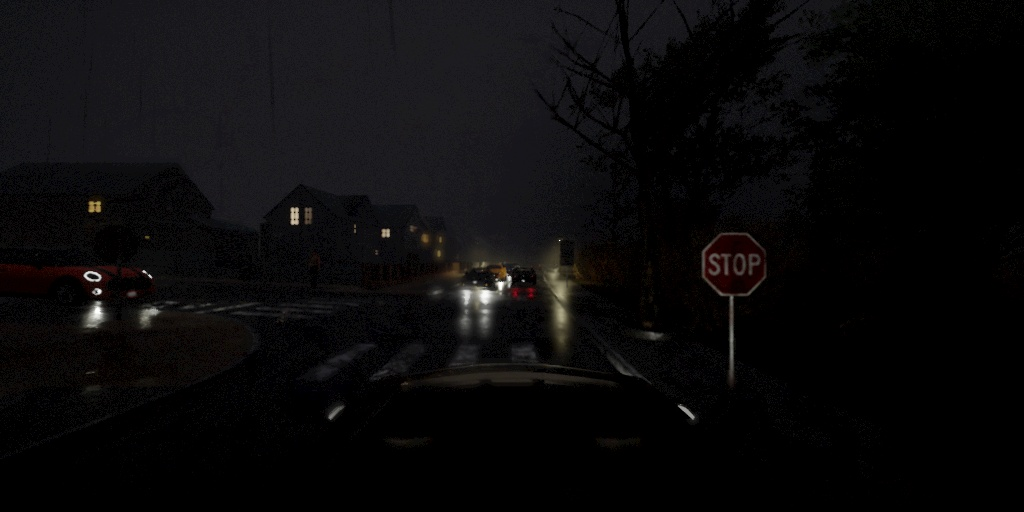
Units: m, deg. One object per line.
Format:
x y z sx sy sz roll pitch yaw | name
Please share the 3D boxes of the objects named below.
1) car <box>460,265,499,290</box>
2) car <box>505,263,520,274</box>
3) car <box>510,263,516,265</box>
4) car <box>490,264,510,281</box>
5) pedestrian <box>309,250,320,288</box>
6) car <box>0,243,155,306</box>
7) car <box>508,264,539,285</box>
-2.201 1.489 24.249 1.994 1.385 4.181 0 -1 3 | car
0.156 1.813 53.627 1.812 1.442 4.674 0 -1 6 | car
-0.872 1.671 43.406 1.812 1.442 4.674 0 -1 5 | car
-1.603 1.506 34.172 1.882 1.535 5.008 0 -1 4 | car
-9.578 0.628 17.318 0.375 1.860 0.375 0 -3 0 | pedestrian
-14.341 0.534 11.470 4.553 1.767 2.097 3 -1 0 | car
0.995 1.572 28.957 1.895 1.301 4.718 0 -1 3 | car
